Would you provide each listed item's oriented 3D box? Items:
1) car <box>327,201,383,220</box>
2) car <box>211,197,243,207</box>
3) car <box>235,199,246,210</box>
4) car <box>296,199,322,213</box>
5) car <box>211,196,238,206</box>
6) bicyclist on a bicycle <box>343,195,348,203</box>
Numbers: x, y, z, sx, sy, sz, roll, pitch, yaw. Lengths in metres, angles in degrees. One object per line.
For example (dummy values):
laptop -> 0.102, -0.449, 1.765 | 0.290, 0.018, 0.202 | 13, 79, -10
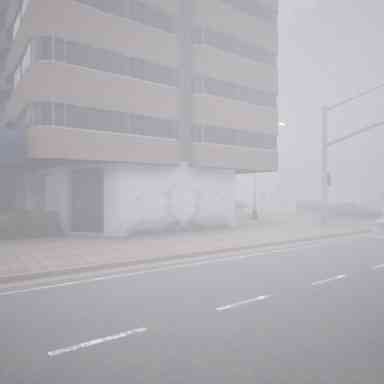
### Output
car -> 13.853, 1.564, 28.376 | 1.994, 1.385, 4.181 | 0, 0, -36
car -> 5.435, 1.547, 52.198 | 2.033, 1.411, 5.357 | 0, 0, -36
car -> 4.573, 1.601, 41.156 | 1.895, 1.301, 4.718 | 0, 0, -36
car -> 13.324, 1.491, 35.056 | 2.128, 1.511, 4.902 | 0, 0, -36
car -> 5.607, 1.491, 57.948 | 2.128, 1.511, 4.902 | 0, 0, -35
bicyclist on a bicycle -> 22.040, 1.301, 47.694 | 1.656, 1.620, 0.582 | 0, 0, -36
